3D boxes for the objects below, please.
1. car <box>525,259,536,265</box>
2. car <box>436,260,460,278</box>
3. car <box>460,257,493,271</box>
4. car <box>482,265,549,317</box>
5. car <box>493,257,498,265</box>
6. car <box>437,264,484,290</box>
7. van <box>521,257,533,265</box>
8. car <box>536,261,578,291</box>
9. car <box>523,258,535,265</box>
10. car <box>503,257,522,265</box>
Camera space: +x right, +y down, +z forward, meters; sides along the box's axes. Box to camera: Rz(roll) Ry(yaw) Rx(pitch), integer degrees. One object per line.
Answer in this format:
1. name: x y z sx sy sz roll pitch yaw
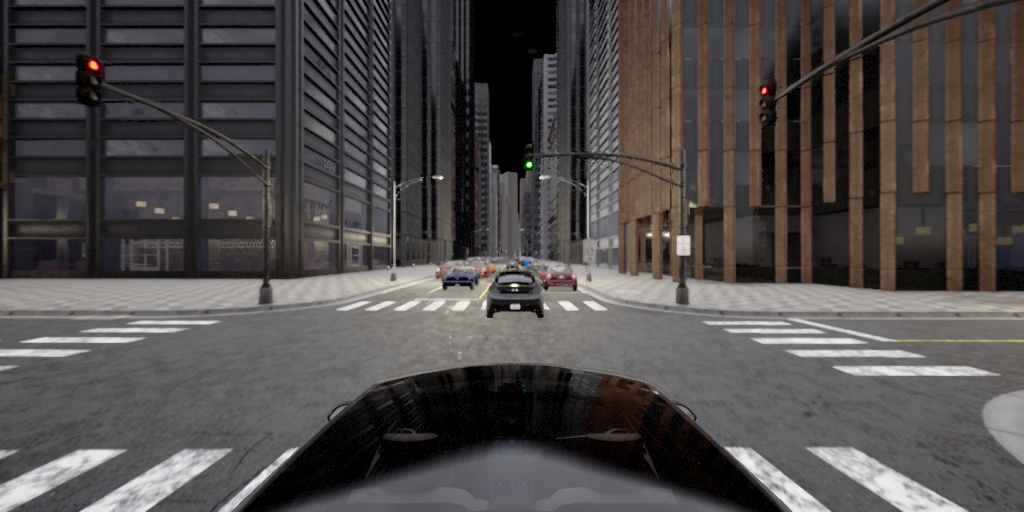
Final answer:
1. car: 2.751 1.293 38.763 2.007 1.370 4.403 0 0 0
2. car: -5.773 1.189 33.133 1.967 1.591 4.097 0 0 0
3. car: -3.097 1.099 32.157 2.097 1.767 4.553 0 0 0
4. car: 0.100 1.263 13.175 1.837 1.490 4.892 0 0 0
5. car: -3.084 1.099 42.107 2.097 1.767 4.553 0 0 0
6. car: -3.097 1.350 22.464 1.895 1.301 4.718 0 0 0
7. van: 2.745 1.085 55.590 1.690 1.789 3.998 0 0 0
8. car: 2.756 1.184 21.936 1.967 1.591 4.097 0 0 0
9. car: 2.749 1.308 44.372 1.948 1.339 4.313 0 0 0
10. car: 0.089 1.293 52.941 2.033 1.411 5.357 0 0 0
